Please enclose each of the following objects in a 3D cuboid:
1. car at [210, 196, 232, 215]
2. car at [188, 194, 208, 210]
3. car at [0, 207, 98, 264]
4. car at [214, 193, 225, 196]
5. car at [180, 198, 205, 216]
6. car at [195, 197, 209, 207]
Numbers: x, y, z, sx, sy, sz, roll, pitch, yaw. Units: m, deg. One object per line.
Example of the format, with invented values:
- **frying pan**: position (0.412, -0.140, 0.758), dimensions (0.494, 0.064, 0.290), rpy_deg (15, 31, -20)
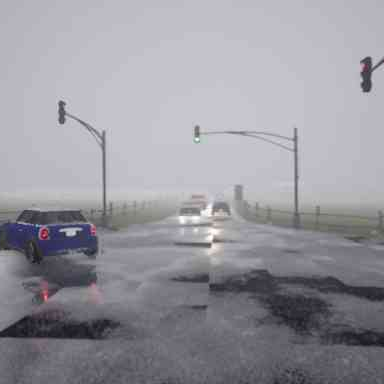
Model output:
- **car**: position (2.940, 1.497, 33.951), dimensions (1.837, 1.490, 4.892), rpy_deg (0, 0, 5)
- **car**: position (0.762, 1.237, 42.590), dimensions (2.150, 2.045, 5.566), rpy_deg (0, 0, 5)
- **car**: position (-5.266, 1.304, 11.947), dimensions (2.097, 1.767, 4.553), rpy_deg (0, 0, -44)
- **car**: position (6.057, 1.217, 73.511), dimensions (2.150, 2.045, 5.566), rpy_deg (0, 0, 5)
- **car**: position (-0.066, 1.581, 33.162), dimensions (1.994, 1.385, 4.181), rpy_deg (0, 0, 5)
- **car**: position (1.649, 1.563, 53.221), dimensions (2.033, 1.411, 5.357), rpy_deg (0, 0, 5)
